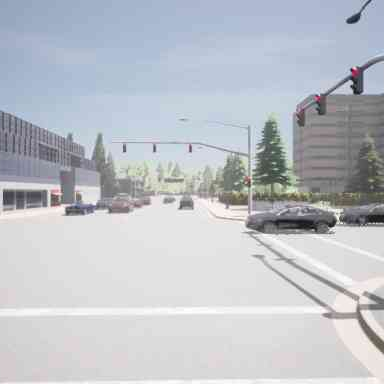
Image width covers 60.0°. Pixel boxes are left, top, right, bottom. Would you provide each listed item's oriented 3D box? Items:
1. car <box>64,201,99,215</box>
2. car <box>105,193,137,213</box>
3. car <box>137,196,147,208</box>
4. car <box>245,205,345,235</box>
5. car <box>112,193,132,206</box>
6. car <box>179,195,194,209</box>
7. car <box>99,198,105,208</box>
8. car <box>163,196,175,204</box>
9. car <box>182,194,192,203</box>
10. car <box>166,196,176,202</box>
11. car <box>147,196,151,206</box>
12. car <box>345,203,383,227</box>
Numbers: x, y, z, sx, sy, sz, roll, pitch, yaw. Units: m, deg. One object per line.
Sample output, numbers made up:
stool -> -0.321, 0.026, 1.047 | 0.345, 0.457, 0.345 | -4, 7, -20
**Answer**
car -> -11.237, 1.601, 33.692 | 1.895, 1.301, 4.718 | 0, 0, -1
car -> -7.775, 1.352, 36.765 | 2.097, 1.767, 4.553 | 0, 0, -1
car -> -7.910, 1.564, 46.622 | 1.994, 1.385, 4.181 | 0, 0, -1
car -> 5.407, 1.492, 18.375 | 4.902, 1.511, 2.128 | 0, 0, -5
car -> -11.517, 1.221, 54.843 | 2.150, 2.045, 5.566 | 0, 0, 0
car -> -0.740, 1.505, 45.720 | 1.837, 1.490, 4.892 | 0, 0, 0
car -> -11.382, 1.505, 44.137 | 1.837, 1.490, 4.892 | 0, 0, -1
car -> -4.577, 1.547, 64.694 | 2.033, 1.411, 5.357 | 0, 0, -1
car -> -1.120, 1.352, 70.209 | 2.097, 1.767, 4.553 | 0, 0, -1
car -> -4.723, 1.509, 75.330 | 1.895, 1.301, 4.718 | 0, 0, -1
car -> -8.041, 1.478, 56.617 | 1.882, 1.535, 5.008 | 0, 0, 0
car -> 12.501, 1.492, 22.300 | 4.902, 1.511, 2.128 | 0, 0, -1
